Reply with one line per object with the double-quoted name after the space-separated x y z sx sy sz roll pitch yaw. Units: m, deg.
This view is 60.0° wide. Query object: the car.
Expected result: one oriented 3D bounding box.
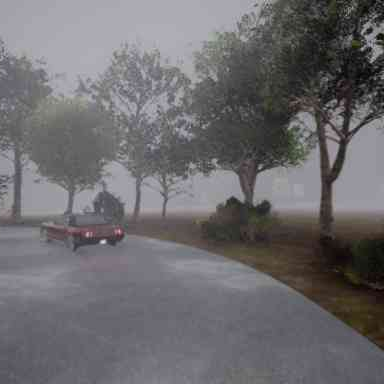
-4.887 1.602 14.285 1.895 1.301 4.718 0 0 -43 "car"
